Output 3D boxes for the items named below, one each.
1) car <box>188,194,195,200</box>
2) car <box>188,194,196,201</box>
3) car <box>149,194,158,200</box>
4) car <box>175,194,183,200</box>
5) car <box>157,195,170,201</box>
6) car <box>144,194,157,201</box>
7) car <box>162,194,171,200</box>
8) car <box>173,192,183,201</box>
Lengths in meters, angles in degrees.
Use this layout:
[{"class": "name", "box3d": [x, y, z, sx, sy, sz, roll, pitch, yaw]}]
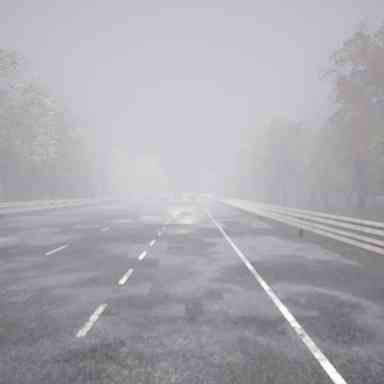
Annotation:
[{"class": "car", "box3d": [-0.007, 1.427, 91.373, 1.882, 1.535, 5.008, 0, 0, 0]}, {"class": "car", "box3d": [-0.006, 1.205, 81.330, 2.097, 1.767, 4.553, 0, 0, 0]}, {"class": "car", "box3d": [-10.507, 1.305, 91.342, 2.097, 1.767, 4.553, 0, 0, 0]}, {"class": "car", "box3d": [-3.506, 1.427, 91.372, 1.882, 1.535, 5.008, 0, 0, 0]}, {"class": "car", "box3d": [-7.006, 1.402, 81.361, 1.994, 1.385, 4.181, 0, 0, 0]}, {"class": "car", "box3d": [-10.506, 1.375, 80.944, 2.128, 1.511, 4.902, 0, 0, 0]}, {"class": "car", "box3d": [-7.006, 1.427, 91.372, 1.882, 1.535, 5.008, 0, 0, 0]}, {"class": "car", "box3d": [-3.505, 1.075, 80.974, 2.150, 2.045, 5.566, 0, 0, 0]}]
